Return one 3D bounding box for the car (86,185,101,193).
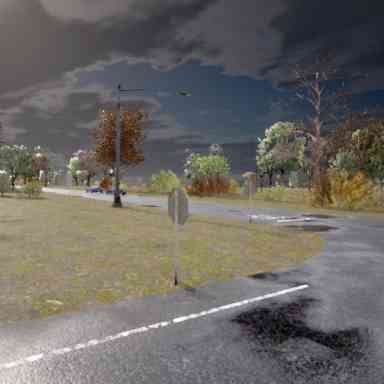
[{"bbox_3d":[-17.569,-0.517,59.852,1.812,1.442,4.674,0,2,-36],"label":"car"}]

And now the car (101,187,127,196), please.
[{"bbox_3d":[-12.017,-0.134,52.070,1.895,1.301,4.718,0,2,-36],"label":"car"}]
